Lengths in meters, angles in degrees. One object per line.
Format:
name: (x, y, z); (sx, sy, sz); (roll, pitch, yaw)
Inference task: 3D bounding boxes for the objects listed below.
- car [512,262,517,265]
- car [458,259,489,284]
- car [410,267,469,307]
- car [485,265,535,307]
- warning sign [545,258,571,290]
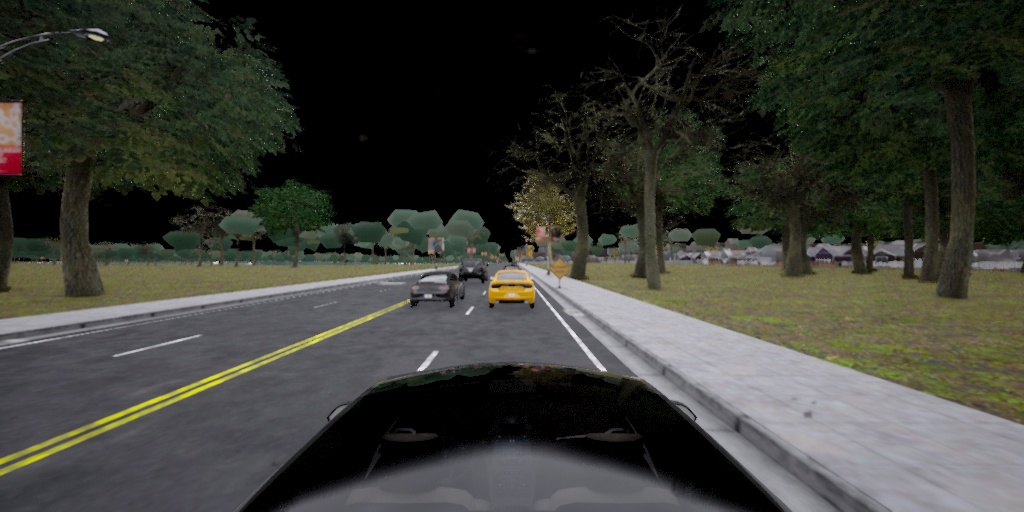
car: (-0.014, 1.543, 31.156); (1.837, 1.490, 4.892); (0, 0, 0)
car: (-3.267, 1.249, 30.874); (2.150, 2.045, 5.566); (0, 0, 0)
car: (-3.254, 1.413, 16.231); (1.812, 1.442, 4.674); (0, 0, 0)
car: (-0.003, 1.366, 16.322); (1.882, 1.535, 5.008); (0, 0, 0)
warning sign: (2.838, 1.052, 21.341); (1.300, 1.860, 1.060); (0, 0, 0)
